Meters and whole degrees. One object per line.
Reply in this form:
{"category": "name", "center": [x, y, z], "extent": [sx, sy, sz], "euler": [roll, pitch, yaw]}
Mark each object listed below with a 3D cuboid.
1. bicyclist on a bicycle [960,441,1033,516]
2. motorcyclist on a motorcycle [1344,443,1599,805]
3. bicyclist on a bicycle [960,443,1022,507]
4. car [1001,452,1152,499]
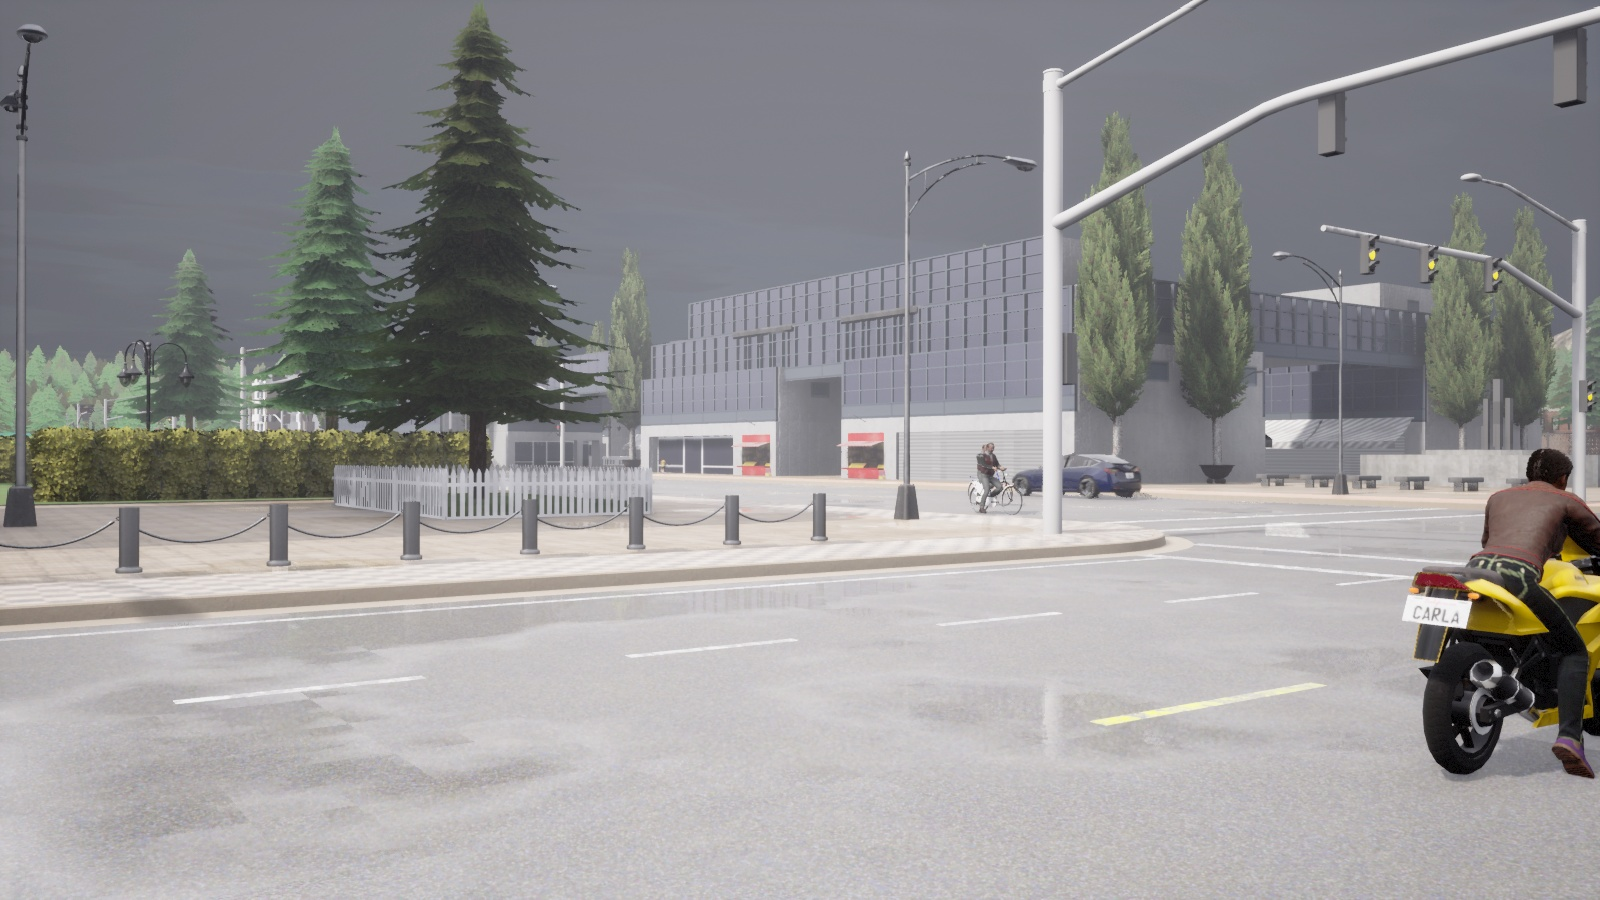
{"category": "bicyclist on a bicycle", "center": [4.793, 0.680, 30.691], "extent": [0.659, 1.776, 1.843], "euler": [0, 0, -35]}
{"category": "motorcyclist on a motorcycle", "center": [3.643, 0.734, 6.198], "extent": [2.044, 1.523, 0.797], "euler": [0, 0, -35]}
{"category": "bicyclist on a bicycle", "center": [5.441, 0.692, 35.879], "extent": [0.659, 1.776, 1.843], "euler": [0, 0, -35]}
{"category": "car", "center": [9.298, 0.829, 42.585], "extent": [2.163, 1.488, 4.792], "euler": [0, 0, -35]}
